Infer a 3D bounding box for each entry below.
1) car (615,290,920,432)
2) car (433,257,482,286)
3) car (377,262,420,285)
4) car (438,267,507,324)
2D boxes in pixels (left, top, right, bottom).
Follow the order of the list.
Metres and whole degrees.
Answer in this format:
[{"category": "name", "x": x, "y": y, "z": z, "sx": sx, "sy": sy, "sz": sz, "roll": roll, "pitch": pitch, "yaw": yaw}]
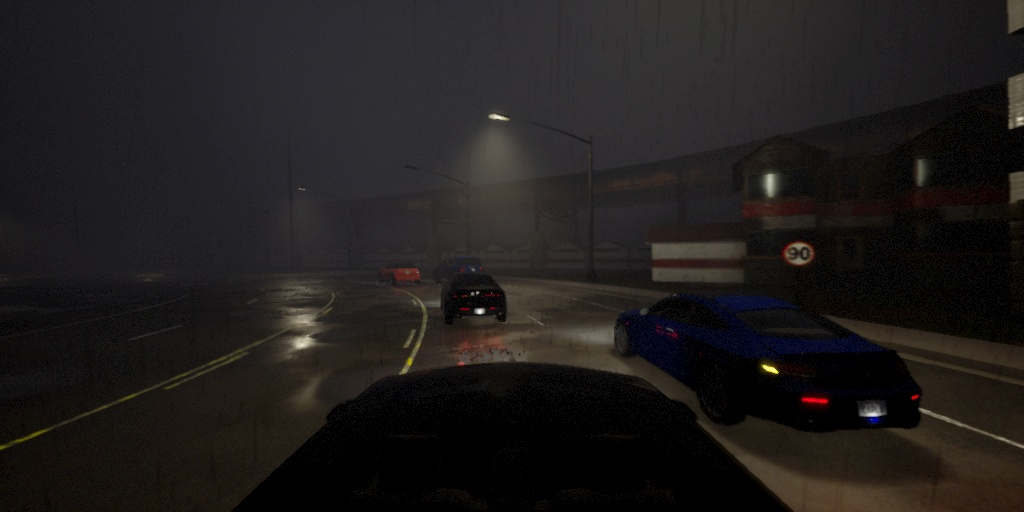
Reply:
[{"category": "car", "x": 3.185, "y": 1.263, "z": 5.645, "sx": 1.812, "sy": 1.442, "sz": 4.674, "roll": 0, "pitch": 0, "yaw": -4}, {"category": "car", "x": -4.198, "y": 1.081, "z": 27.448, "sx": 2.150, "sy": 2.045, "sz": 5.566, "roll": 0, "pitch": 0, "yaw": -33}, {"category": "car", "x": -8.851, "y": 1.249, "z": 27.773, "sx": 2.097, "sy": 1.767, "sz": 4.553, "roll": 0, "pitch": 0, "yaw": -36}, {"category": "car", "x": -1.453, "y": 1.298, "z": 12.358, "sx": 1.837, "sy": 1.490, "sz": 4.892, "roll": 0, "pitch": 0, "yaw": -13}]
